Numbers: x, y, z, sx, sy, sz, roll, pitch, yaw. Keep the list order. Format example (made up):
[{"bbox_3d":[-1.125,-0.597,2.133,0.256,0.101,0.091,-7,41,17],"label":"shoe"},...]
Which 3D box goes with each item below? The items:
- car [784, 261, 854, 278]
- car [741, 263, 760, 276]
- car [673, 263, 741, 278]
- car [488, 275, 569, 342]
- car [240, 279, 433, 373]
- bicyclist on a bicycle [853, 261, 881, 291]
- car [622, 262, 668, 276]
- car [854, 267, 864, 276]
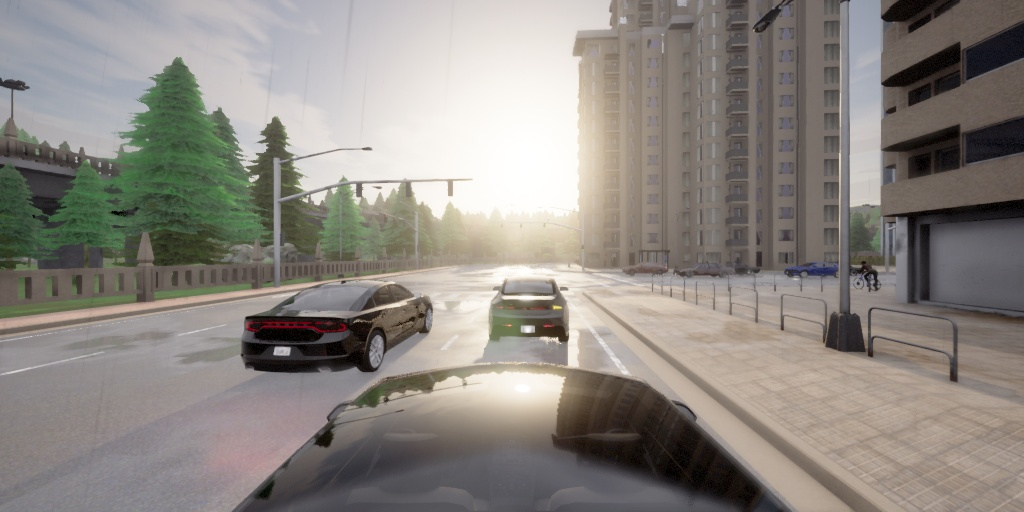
[{"bbox_3d":[28.723,1.283,34.026,5.008,1.535,1.882,0,0,3],"label":"car"},{"bbox_3d":[23.221,1.406,37.811,4.718,1.301,1.895,0,0,3],"label":"car"},{"bbox_3d":[18.477,1.353,34.541,5.357,1.411,2.033,0,0,3],"label":"car"},{"bbox_3d":[0.494,1.255,9.790,1.837,1.490,4.892,0,0,4],"label":"car"},{"bbox_3d":[-3.161,1.228,7.668,1.882,1.535,5.008,0,0,4],"label":"car"},{"bbox_3d":[19.757,1.107,19.981,0.582,1.620,1.656,0,0,3],"label":"bicyclist on a bicycle"},{"bbox_3d":[14.165,1.331,38.256,4.674,1.442,1.812,0,0,4],"label":"car"},{"bbox_3d":[33.370,1.406,37.281,4.718,1.301,1.895,0,0,3],"label":"car"}]
